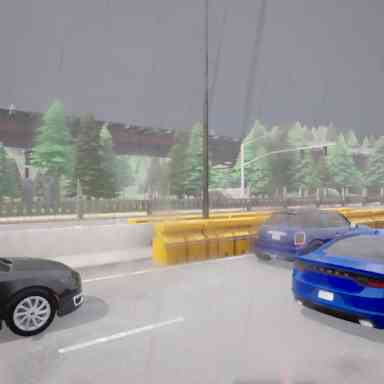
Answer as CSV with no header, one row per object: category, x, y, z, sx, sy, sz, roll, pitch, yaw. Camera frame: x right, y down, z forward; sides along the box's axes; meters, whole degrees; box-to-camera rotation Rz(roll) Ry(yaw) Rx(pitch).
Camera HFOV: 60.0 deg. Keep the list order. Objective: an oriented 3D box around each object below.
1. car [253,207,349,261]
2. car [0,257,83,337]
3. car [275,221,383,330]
car,4.216,1.352,11.062,4.553,1.767,2.097,0,0,-36
car,-4.202,1.505,5.048,4.892,1.490,1.837,0,0,-35
car,4.124,1.478,6.695,5.008,1.535,1.882,0,0,-36
